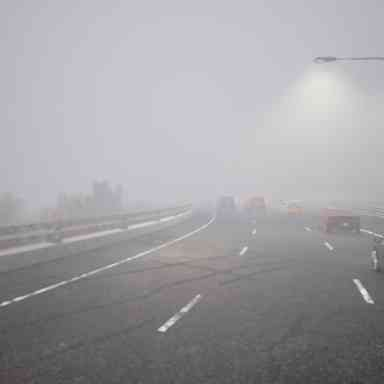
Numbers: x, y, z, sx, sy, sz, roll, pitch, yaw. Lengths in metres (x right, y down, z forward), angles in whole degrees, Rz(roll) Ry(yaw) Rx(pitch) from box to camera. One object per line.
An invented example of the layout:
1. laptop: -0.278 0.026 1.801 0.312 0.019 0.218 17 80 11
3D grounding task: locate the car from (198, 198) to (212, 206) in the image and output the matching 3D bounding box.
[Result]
1. car: 2.505 1.980 63.932 2.128 1.511 4.902 1 0 -10

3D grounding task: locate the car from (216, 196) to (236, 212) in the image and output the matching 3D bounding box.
1. car: 4.485 1.589 44.226 2.150 2.045 5.566 1 0 0

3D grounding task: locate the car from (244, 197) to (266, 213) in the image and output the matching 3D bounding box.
1. car: 8.010 1.613 42.677 2.150 2.045 5.566 1 -1 1

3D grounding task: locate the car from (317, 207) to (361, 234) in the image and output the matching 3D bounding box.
1. car: 9.352 1.734 21.485 1.882 1.535 5.008 1 0 13

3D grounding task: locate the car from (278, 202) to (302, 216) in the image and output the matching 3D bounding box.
1. car: 11.392 1.882 38.873 1.882 1.535 5.008 1 0 3

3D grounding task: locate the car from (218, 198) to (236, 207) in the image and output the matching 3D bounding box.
1. car: 6.410 2.008 61.895 2.128 1.511 4.902 1 0 -9

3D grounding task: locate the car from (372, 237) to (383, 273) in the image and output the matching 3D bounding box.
1. car: 5.833 1.627 8.209 1.837 1.490 4.892 1 0 18
